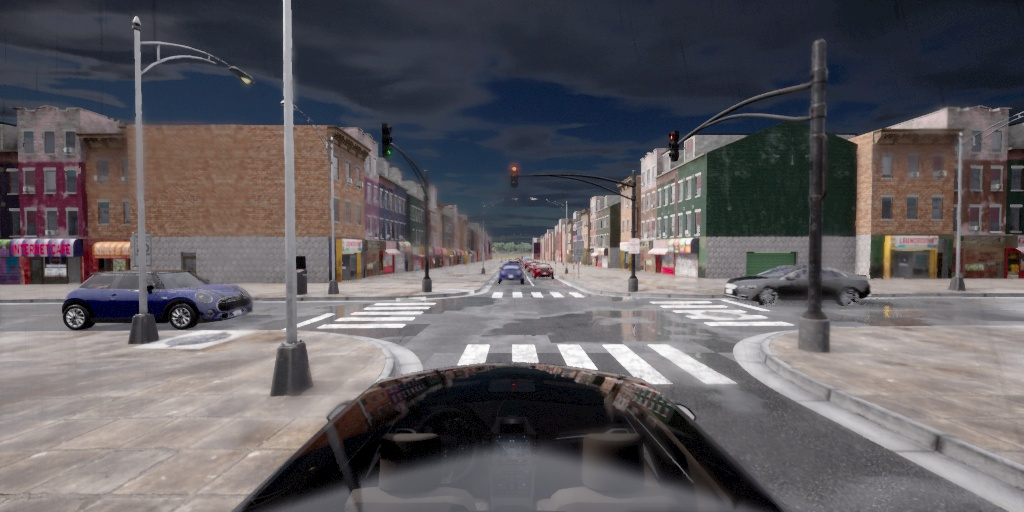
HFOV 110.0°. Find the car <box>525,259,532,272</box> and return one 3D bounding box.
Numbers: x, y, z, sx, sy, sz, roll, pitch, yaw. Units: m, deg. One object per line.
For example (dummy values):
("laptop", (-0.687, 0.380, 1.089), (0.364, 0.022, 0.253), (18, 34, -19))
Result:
("car", (2.719, 1.329, 42.720), (1.802, 1.307, 4.207), (0, 0, 0))

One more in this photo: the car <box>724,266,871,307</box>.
("car", (11.166, 1.136, 14.236), (4.902, 1.511, 2.128), (0, 1, 3))

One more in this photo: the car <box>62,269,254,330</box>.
("car", (-10.791, 1.203, 11.184), (4.553, 1.767, 2.097), (0, 1, 0))

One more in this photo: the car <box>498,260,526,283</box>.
("car", (-0.009, 1.272, 27.629), (1.812, 1.442, 4.674), (0, 0, 2))

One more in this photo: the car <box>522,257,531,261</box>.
("car", (2.742, 1.292, 53.785), (1.888, 1.381, 4.507), (0, 0, 0))

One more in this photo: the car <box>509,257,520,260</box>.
("car", (0.218, 1.225, 59.896), (1.882, 1.535, 5.008), (0, 0, 0))

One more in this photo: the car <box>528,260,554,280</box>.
("car", (2.697, 1.292, 31.655), (1.888, 1.381, 4.507), (0, 0, 0))

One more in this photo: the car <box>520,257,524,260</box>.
("car", (2.753, 1.187, 59.318), (1.967, 1.591, 4.097), (0, 0, 0))
